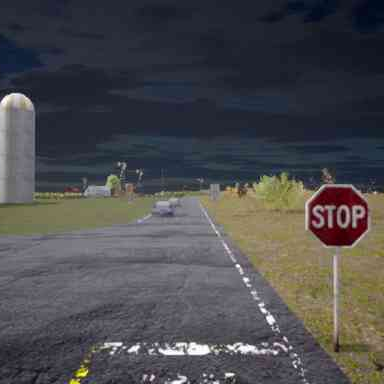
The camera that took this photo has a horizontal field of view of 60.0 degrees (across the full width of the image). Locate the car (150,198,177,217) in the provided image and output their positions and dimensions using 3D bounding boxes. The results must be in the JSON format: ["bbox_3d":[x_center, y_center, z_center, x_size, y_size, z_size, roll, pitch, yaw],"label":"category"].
[{"bbox_3d":[-2.695,1.554,31.461,1.812,1.442,4.674,0,0,0],"label":"car"}]

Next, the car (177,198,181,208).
[{"bbox_3d":[-2.663,1.568,49.465,1.812,1.442,4.674,0,0,0],"label":"car"}]
